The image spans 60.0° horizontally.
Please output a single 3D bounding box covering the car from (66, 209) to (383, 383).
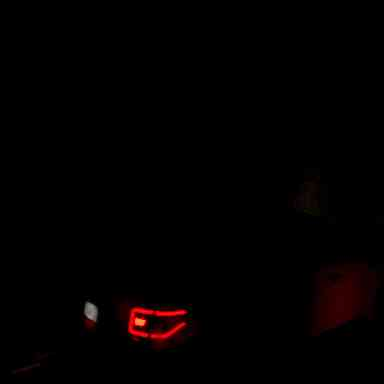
[{"bbox_3d":[1.071,1.284,4.963,5.566,2.045,2.150,1,-1,-40],"label":"car"}]
